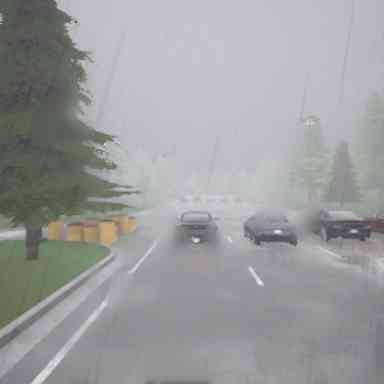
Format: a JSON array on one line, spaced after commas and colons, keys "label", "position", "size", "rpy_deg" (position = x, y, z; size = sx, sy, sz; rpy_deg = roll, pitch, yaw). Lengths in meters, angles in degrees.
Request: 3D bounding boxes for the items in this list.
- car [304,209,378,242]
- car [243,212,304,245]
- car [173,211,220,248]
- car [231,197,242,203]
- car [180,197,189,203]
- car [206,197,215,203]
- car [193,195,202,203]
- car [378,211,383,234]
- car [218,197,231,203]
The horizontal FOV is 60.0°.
[{"label": "car", "position": [7.240, 1.605, 17.229], "size": [1.882, 1.535, 5.008], "rpy_deg": [0, 0, 1]}, {"label": "car", "position": [3.720, 1.684, 16.260], "size": [1.994, 1.385, 4.181], "rpy_deg": [0, 0, 1]}, {"label": "car", "position": [0.204, 1.620, 15.361], "size": [1.837, 1.490, 4.892], "rpy_deg": [0, 0, 1]}, {"label": "car", "position": [11.902, 2.131, 87.482], "size": [1.837, 1.490, 4.892], "rpy_deg": [0, 0, 1]}, {"label": "car", "position": [-2.111, 2.125, 86.900], "size": [1.837, 1.490, 4.892], "rpy_deg": [0, 0, 1]}, {"label": "car", "position": [4.888, 2.151, 86.774], "size": [2.128, 1.511, 4.902], "rpy_deg": [0, 0, 1]}, {"label": "car", "position": [1.404, 1.857, 87.702], "size": [2.150, 2.045, 5.566], "rpy_deg": [0, 0, 1]}, {"label": "car", "position": [10.739, 1.605, 17.169], "size": [1.882, 1.535, 5.008], "rpy_deg": [0, 0, 1]}, {"label": "car", "position": [8.395, 2.224, 87.157], "size": [1.895, 1.301, 4.718], "rpy_deg": [0, 0, 1]}]
